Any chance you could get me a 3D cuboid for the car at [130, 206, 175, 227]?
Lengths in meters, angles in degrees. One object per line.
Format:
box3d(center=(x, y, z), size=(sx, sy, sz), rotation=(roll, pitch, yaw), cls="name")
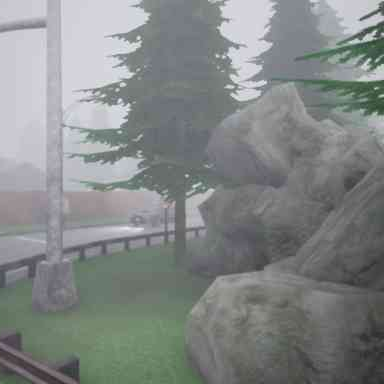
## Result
box3d(center=(-2.321, 1.611, 23.088), size=(1.994, 1.385, 4.181), rotation=(0, 0, 36), cls="car")
